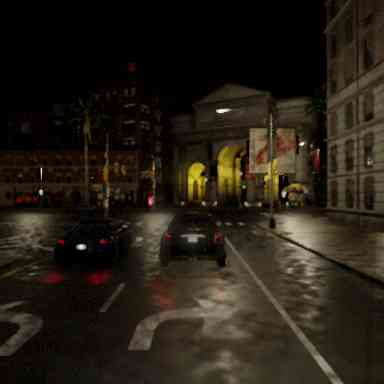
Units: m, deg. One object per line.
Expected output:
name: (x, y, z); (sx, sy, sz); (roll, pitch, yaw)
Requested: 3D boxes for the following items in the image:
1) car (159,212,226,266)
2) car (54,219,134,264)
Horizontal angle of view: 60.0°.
car: (0.047, 1.494, 12.206); (2.097, 1.767, 4.553); (0, -1, 1)
car: (-3.451, 1.710, 12.432); (1.994, 1.385, 4.181); (0, -1, 1)
